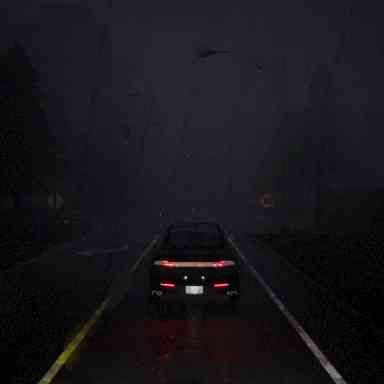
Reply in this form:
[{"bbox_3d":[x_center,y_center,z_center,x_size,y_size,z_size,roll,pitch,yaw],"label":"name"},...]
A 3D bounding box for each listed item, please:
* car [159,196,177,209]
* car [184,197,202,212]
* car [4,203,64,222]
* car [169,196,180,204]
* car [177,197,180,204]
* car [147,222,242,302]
[{"bbox_3d":[-3.529,1.541,46.832,1.812,1.442,4.674,0,0,0],"label":"car"},{"bbox_3d":[0.163,1.613,38.529,1.895,1.301,4.718,0,0,2],"label":"car"},{"bbox_3d":[-12.170,1.587,25.721,4.181,1.385,1.994,0,0,-1],"label":"car"},{"bbox_3d":[-3.452,1.586,66.093,1.994,1.385,4.181,0,0,1],"label":"car"},{"bbox_3d":[-3.519,1.496,56.122,1.882,1.535,5.008,0,0,0],"label":"car"},{"bbox_3d":[0.064,1.494,8.234,2.128,1.511,4.902,0,0,1],"label":"car"}]
